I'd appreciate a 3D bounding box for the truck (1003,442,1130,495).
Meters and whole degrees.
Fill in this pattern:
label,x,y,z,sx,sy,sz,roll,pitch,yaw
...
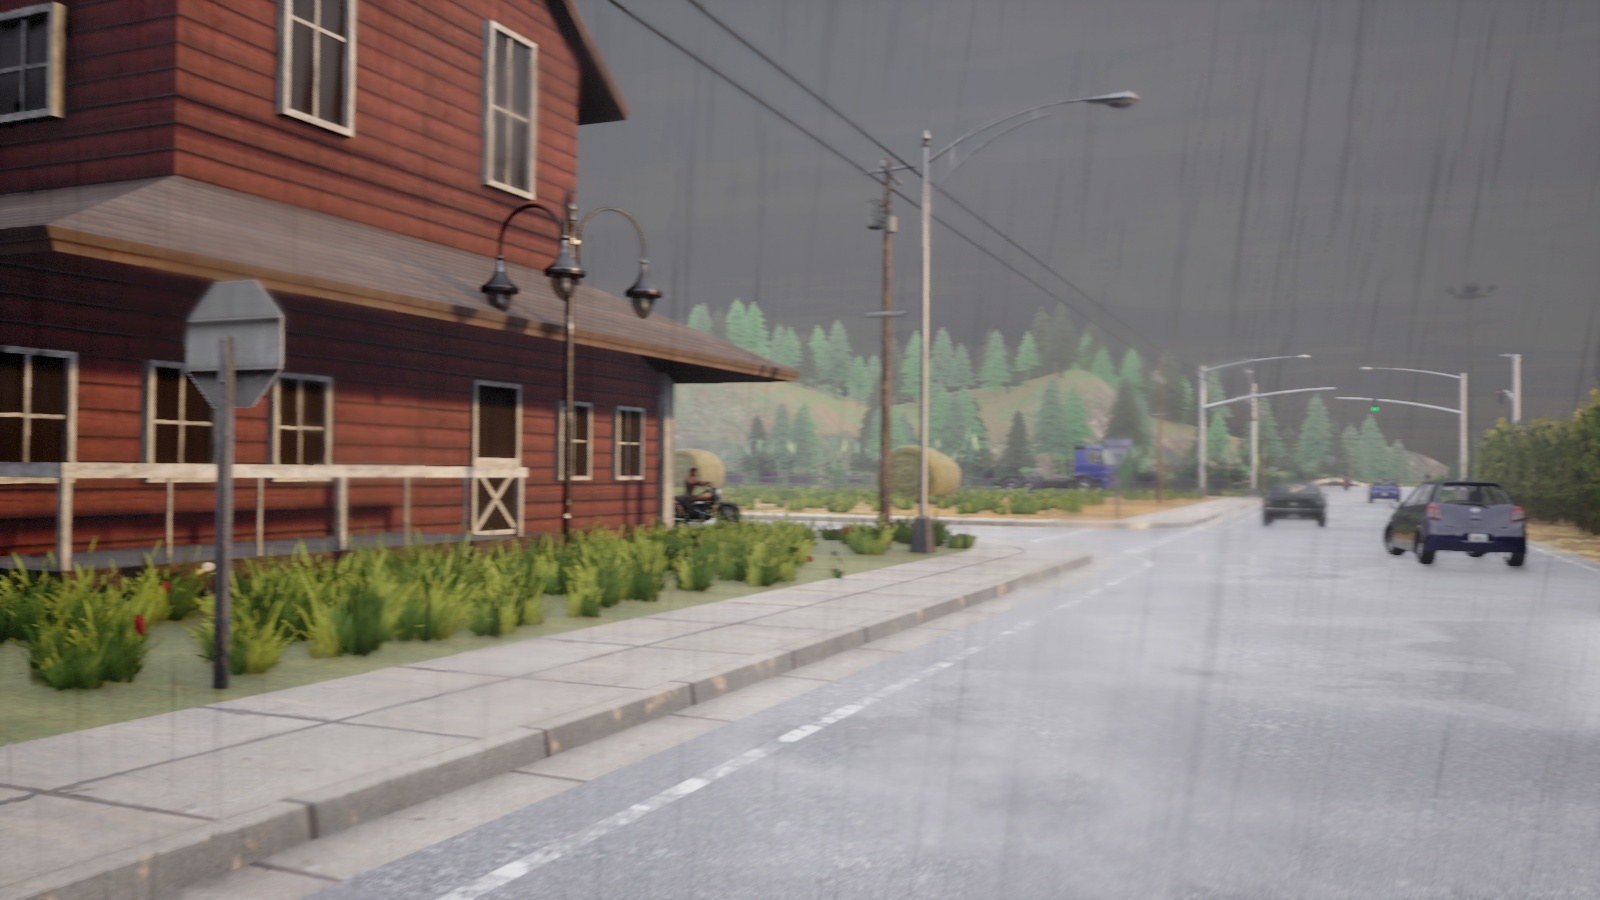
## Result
label,x,y,z,sx,sy,sz,roll,pitch,yaw
truck,18.068,1.266,85.263,7.936,3.462,2.891,0,-1,27

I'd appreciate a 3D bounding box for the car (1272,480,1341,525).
label,x,y,z,sx,sy,sz,roll,pitch,yaw
car,16.108,1.618,39.814,1.895,1.301,4.718,0,-1,24

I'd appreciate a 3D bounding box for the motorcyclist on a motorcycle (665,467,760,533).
label,x,y,z,sx,sy,sz,roll,pitch,yaw
motorcyclist on a motorcycle,-2.275,1.276,32.512,2.350,1.649,0.766,0,-1,23

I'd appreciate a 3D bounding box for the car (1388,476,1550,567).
label,x,y,z,sx,sy,sz,roll,pitch,yaw
car,12.237,1.242,23.215,1.845,1.501,3.633,0,-1,15

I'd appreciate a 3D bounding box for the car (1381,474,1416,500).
label,x,y,z,sx,sy,sz,roll,pitch,yaw
car,35.380,2.152,74.242,1.816,1.474,4.193,0,-1,26
